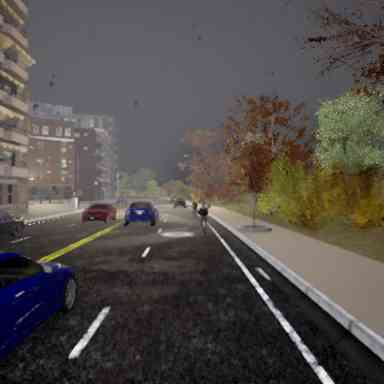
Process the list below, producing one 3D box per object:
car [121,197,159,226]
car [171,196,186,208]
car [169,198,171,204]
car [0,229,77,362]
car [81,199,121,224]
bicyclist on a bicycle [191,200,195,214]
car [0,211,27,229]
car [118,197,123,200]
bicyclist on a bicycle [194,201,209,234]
[{"bbox_3d":[-3.635,1.452,24.635,2.097,1.767,4.553,0,0,-2],"label":"car"},{"bbox_3d":[-1.954,1.703,52.184,1.837,1.490,4.892,0,0,-4],"label":"car"},{"bbox_3d":[-3.876,1.621,72.644,2.097,1.767,4.553,0,0,-6],"label":"car"},{"bbox_3d":[-3.188,1.549,4.752,1.812,1.442,4.674,0,0,0],"label":"car"},{"bbox_3d":[-7.128,1.588,25.911,1.882,1.535,5.008,0,0,-2],"label":"car"},{"bbox_3d":[0.233,1.564,29.310,0.582,1.620,1.656,0,0,-2],"label":"bicyclist on a bicycle"},{"bbox_3d":[-10.049,1.624,16.128,2.033,1.411,5.357,0,0,-1],"label":"car"},{"bbox_3d":[-12.331,1.584,58.657,2.033,1.411,5.357,0,0,-8],"label":"car"},{"bbox_3d":[0.624,1.440,18.285,0.659,1.776,1.843,0,0,-1],"label":"bicyclist on a bicycle"}]
